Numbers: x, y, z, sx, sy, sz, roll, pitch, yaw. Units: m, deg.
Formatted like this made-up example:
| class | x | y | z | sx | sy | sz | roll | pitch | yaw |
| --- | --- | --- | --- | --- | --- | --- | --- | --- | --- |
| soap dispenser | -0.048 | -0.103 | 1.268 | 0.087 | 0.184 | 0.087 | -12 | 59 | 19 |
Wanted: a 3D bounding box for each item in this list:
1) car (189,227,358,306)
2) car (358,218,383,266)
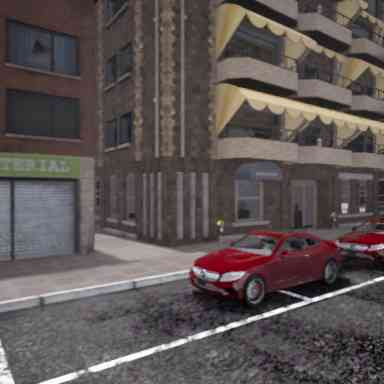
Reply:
| class | x | y | z | sx | sy | sz | roll | pitch | yaw |
| --- | --- | --- | --- | --- | --- | --- | --- | --- | --- |
| car | 1.908 | 1.575 | 7.921 | 4.206 | 1.307 | 1.802 | 0 | 0 | -36 |
| car | 6.507 | 1.568 | 11.201 | 4.206 | 1.307 | 1.802 | 0 | 0 | -36 |
